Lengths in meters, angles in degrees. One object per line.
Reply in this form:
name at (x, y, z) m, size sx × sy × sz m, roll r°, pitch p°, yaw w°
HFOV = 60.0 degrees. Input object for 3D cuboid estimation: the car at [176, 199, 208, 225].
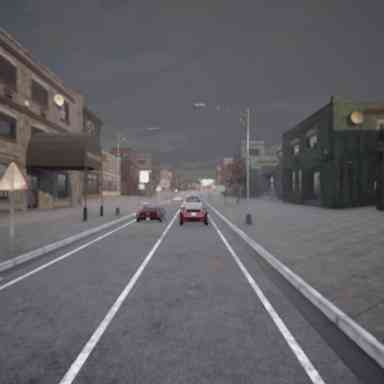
car at (0.120, 1.483, 24.238) m, size 2.163 × 1.488 × 4.792 m, roll 0°, pitch 0°, yaw 0°

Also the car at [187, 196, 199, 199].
car at (0.134, 1.333, 42.404) m, size 2.033 × 1.649 × 4.856 m, roll 0°, pitch 0°, yaw 0°

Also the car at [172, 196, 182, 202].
car at (-2.948, 1.375, 66.987) m, size 1.895 × 1.301 × 4.718 m, roll 0°, pitch 0°, yaw 0°

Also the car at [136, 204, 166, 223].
car at (-3.077, 1.577, 25.512) m, size 1.895 × 1.301 × 4.718 m, roll 0°, pitch 0°, yaw 0°
